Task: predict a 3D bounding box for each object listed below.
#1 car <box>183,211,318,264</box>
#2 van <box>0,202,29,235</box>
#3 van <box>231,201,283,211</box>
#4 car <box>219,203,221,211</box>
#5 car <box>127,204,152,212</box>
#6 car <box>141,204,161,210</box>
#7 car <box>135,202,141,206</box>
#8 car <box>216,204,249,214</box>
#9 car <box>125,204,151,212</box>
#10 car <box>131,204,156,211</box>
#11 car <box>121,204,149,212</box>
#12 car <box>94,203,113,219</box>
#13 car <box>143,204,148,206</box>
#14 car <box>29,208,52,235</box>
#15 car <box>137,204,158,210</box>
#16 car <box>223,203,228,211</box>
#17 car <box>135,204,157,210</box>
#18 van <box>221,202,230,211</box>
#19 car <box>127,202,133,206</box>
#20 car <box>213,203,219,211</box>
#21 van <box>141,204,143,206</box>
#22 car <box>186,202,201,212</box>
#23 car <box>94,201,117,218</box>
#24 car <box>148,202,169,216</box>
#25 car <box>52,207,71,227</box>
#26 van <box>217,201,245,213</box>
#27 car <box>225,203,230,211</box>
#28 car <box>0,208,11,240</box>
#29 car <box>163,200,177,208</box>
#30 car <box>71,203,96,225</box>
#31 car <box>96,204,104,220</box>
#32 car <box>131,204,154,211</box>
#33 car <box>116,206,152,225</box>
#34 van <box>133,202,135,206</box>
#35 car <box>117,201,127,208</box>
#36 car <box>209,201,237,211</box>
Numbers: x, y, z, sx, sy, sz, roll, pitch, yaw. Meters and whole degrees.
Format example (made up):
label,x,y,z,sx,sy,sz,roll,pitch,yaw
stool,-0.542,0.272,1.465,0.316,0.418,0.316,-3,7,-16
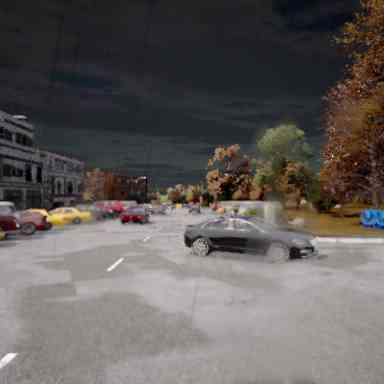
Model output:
label,x,y,z,sx,sy,sz,roll,pitch,yaw
car,1.965,1.615,12.169,4.902,1.511,2.128,-2,-1,32
van,-11.263,1.535,17.425,4.442,1.987,1.878,0,-2,-20
van,6.437,1.919,31.746,4.442,1.987,1.878,1,-1,-20
car,6.647,2.597,46.500,4.674,1.452,2.002,1,-2,-20
car,-11.001,3.281,70.156,4.892,1.521,2.231,0,-2,-20
car,-10.860,3.837,87.742,4.892,1.521,2.231,0,-2,-20
car,-11.113,2.733,52.558,5.008,1.535,2.097,0,-2,-20
car,6.708,2.821,55.327,4.892,1.521,2.231,1,-2,-20
car,-10.985,3.217,67.231,4.792,1.488,2.163,0,-2,-20
car,-11.121,3.463,75.950,5.366,1.575,1.946,0,-2,-20
car,-11.040,3.096,64.287,4.892,1.521,2.231,0,-2,-20
car,-11.240,2.231,34.965,4.892,1.521,2.231,0,-1,-20
car,-11.087,2.878,61.352,4.553,1.767,2.185,0,-2,-20
car,-11.379,1.868,20.294,4.792,1.488,2.163,0,-1,-20
car,-10.913,3.652,81.882,4.892,1.521,2.231,0,-2,-20
car,6.610,2.430,40.609,4.674,1.452,2.002,1,-1,-20
car,-10.929,3.598,78.949,4.674,1.452,2.002,0,-2,-20
van,6.525,2.245,43.517,4.442,1.987,1.878,1,-1,-20
car,-11.134,2.433,46.705,4.553,1.767,2.185,0,-1,-20
car,6.520,2.724,52.320,5.366,1.575,1.946,1,-2,-20
van,-10.993,2.596,55.541,4.442,1.987,1.878,0,-2,-20
car,0.404,2.802,53.463,1.812,1.442,4.674,0,-2,0
car,-11.261,2.184,37.899,4.553,1.767,2.185,0,-2,-20
car,-4.812,2.625,48.185,1.837,1.490,4.892,0,-2,1
car,-11.509,1.914,23.179,5.366,1.575,1.946,0,-1,-20
van,6.845,2.688,58.321,4.442,1.987,1.878,1,-2,-19
car,6.591,2.347,37.665,4.674,1.452,2.002,1,-1,-20
car,-11.210,1.679,14.504,5.366,1.575,1.946,0,-2,-20
car,-4.619,2.482,64.069,2.150,2.045,5.566,0,-2,0
car,-11.465,2.069,29.038,5.366,1.575,1.946,0,-1,-20
car,-11.236,2.179,32.039,4.792,1.488,2.163,0,-2,-19
car,-10.972,3.413,73.084,4.674,1.452,2.002,0,-2,-20
car,-4.970,2.194,29.312,1.895,1.301,4.718,0,-2,0
van,-11.252,2.421,49.590,4.442,1.987,1.878,0,-2,-20
car,-11.234,2.141,40.825,5.566,2.045,2.435,0,-1,-20
car,6.822,3.121,72.978,5.566,2.045,2.435,1,-2,-20
